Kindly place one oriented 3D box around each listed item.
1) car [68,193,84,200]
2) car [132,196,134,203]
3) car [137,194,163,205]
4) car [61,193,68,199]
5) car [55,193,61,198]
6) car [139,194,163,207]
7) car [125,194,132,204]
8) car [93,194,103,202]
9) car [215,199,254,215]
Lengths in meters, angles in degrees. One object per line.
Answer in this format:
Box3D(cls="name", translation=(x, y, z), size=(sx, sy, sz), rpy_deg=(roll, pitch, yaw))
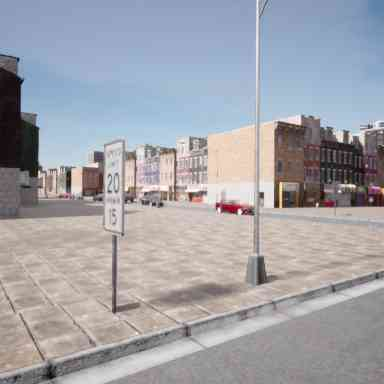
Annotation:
Box3D(cls="car", translation=(-24.499, 0.966, 71.353), size=(2.008, 1.369, 4.403), rpy_deg=(1, 0, -35))
Box3D(cls="car", translation=(-11.772, 1.074, 57.912), size=(1.837, 1.490, 4.892), rpy_deg=(1, 0, -35))
Box3D(cls="car", translation=(-6.366, 1.149, 50.356), size=(1.837, 1.490, 4.892), rpy_deg=(1, 0, -35))
Box3D(cls="car", translation=(-27.670, 0.925, 75.839), size=(1.887, 1.381, 4.507), rpy_deg=(1, 0, -35))
Box3D(cls="car", translation=(-30.842, 0.893, 80.326), size=(1.887, 1.381, 4.507), rpy_deg=(1, 0, -35))
Box3D(cls="car", translation=(-5.469, 1.230, 44.439), size=(1.947, 1.339, 4.313), rpy_deg=(1, 0, -35))
Box3D(cls="car", translation=(-11.963, 1.047, 52.962), size=(1.882, 1.535, 5.008), rpy_deg=(1, 0, -35))
Box3D(cls="car", translation=(-16.012, 1.041, 58.673), size=(1.812, 1.442, 4.674), rpy_deg=(1, 0, -35))
Box3D(cls="car", translation=(4.046, 1.368, 30.982), size=(1.887, 1.381, 4.507), rpy_deg=(1, 0, -35))
